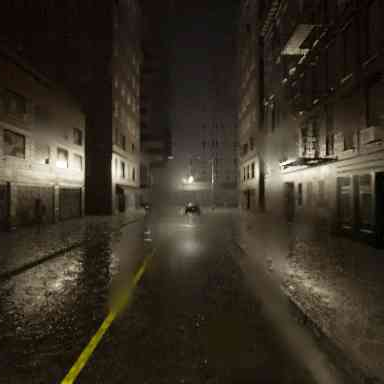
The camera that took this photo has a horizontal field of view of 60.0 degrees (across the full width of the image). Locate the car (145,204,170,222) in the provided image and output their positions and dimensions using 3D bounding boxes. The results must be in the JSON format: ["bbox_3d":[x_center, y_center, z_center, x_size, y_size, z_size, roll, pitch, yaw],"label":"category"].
[{"bbox_3d":[-3.084,1.834,30.075,2.128,1.511,4.902,0,-1,0],"label":"car"}]

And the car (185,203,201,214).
[{"bbox_3d":[0.105,2.077,43.136,1.994,1.385,4.181,0,-1,0],"label":"car"}]
